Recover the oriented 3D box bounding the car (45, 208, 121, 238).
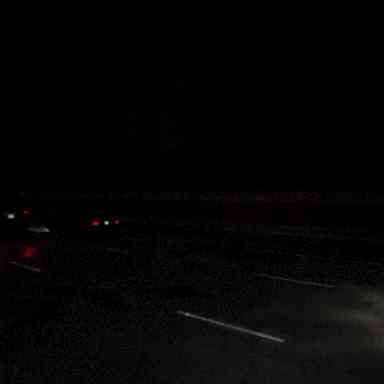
[{"bbox_3d":[-6.064,1.587,18.186,5.357,1.411,2.033,0,0,43],"label":"car"}]

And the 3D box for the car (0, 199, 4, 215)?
[{"bbox_3d":[-21.013,1.552,34.510,1.882,1.535,5.008,0,0,-38],"label":"car"}]

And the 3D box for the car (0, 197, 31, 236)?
[{"bbox_3d":[-10.536,1.260,17.608,5.566,2.045,2.150,0,0,43],"label":"car"}]
